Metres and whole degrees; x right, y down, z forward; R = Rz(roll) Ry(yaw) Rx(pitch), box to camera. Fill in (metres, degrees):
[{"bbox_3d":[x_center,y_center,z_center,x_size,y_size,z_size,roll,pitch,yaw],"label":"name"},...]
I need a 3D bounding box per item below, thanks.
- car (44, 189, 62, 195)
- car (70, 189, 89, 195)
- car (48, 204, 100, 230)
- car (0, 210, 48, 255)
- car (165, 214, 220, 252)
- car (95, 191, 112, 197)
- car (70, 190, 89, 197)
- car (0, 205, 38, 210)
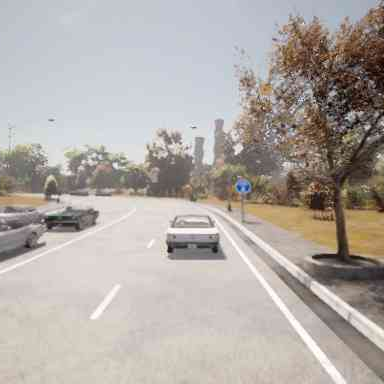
[{"bbox_3d":[-33.080,0.002,79.264,4.892,1.490,1.837,1,1,28],"label":"car"},{"bbox_3d":[-26.903,0.098,79.455,4.718,1.301,1.895,1,1,33],"label":"car"},{"bbox_3d":[-7.051,1.442,19.959,1.895,1.301,4.718,0,1,0],"label":"car"},{"bbox_3d":[-7.021,1.538,11.395,1.895,1.301,4.718,0,0,1],"label":"car"},{"bbox_3d":[0.020,1.532,13.503,1.895,1.301,4.718,0,1,0],"label":"car"},{"bbox_3d":[-19.450,0.358,73.177,4.181,1.385,1.994,2,1,43],"label":"car"},{"bbox_3d":[-24.784,0.244,73.304,4.902,1.511,2.128,2,1,38],"label":"car"},{"bbox_3d":[-10.550,1.440,19.701,1.895,1.301,4.718,0,1,0],"label":"car"}]
